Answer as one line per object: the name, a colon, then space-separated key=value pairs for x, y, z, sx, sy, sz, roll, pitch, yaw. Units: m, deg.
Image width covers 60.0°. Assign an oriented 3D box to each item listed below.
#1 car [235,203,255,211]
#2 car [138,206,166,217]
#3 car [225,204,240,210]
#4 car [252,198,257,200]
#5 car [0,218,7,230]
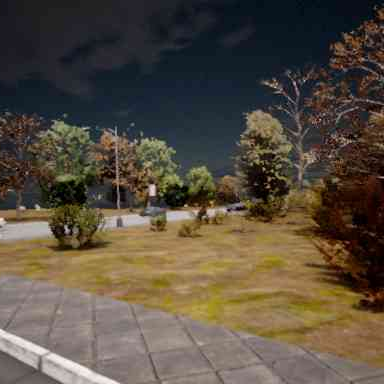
car: x=9.971 y=2.698 z=62.124 sx=1.895 sy=1.301 sz=4.718 roll=-3 pitch=-2 yaw=33
car: x=-5.313 y=2.655 z=44.748 sx=1.994 sy=1.385 sz=4.181 roll=-3 pitch=-2 yaw=32
car: x=6.849 y=2.415 z=50.649 sx=1.895 sy=1.301 sz=4.718 roll=-3 pitch=-2 yaw=32
car: x=12.174 y=2.130 z=59.121 sx=2.150 sy=2.045 sz=5.566 roll=-3 pitch=-2 yaw=32
car: x=-17.162 y=2.539 z=26.269 sx=1.812 sy=1.442 sz=4.674 roll=-3 pitch=-2 yaw=34
